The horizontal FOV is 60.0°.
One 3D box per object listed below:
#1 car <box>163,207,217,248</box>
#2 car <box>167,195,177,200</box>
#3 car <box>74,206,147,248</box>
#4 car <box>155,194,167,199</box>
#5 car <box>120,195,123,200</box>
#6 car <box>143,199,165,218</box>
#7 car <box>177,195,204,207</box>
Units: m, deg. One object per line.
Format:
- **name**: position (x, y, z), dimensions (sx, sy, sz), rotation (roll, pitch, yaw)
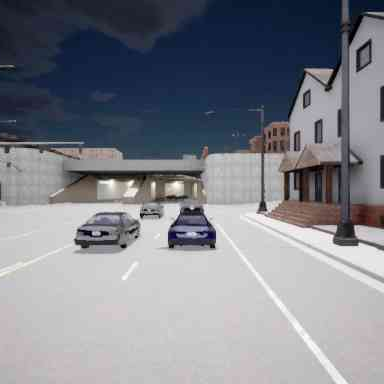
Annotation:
- **car**: position (0.000, 1.570, 14.650), dimensions (1.994, 1.385, 4.181), rotation (0, 0, 0)
- **car**: position (-4.860, 1.417, 87.884), dimensions (1.812, 1.442, 4.674), rotation (0, 0, 2)
- **car**: position (-3.500, 1.561, 14.650), dimensions (2.033, 1.411, 5.357), rotation (0, 0, 0)
- **car**: position (-8.358, 1.244, 87.766), dimensions (2.097, 1.767, 4.553), rotation (0, 0, 2)
- **car**: position (-18.711, 1.473, 92.914), dimensions (1.882, 1.535, 5.008), rotation (0, 0, 2)
- **car**: position (-3.503, 1.572, 29.652), dimensions (2.033, 1.411, 5.357), rotation (0, 0, 0)
- **car**: position (-0.001, 1.369, 29.621), dimensions (2.097, 1.767, 4.553), rotation (0, 0, 0)
